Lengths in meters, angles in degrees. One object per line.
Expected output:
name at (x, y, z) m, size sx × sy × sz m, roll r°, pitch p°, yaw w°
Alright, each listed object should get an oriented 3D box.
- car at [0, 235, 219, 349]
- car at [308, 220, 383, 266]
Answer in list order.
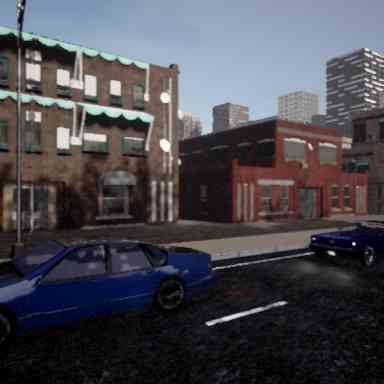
car at (-1.987, 1.568, 6.264) m, size 5.357 × 1.411 × 2.033 m, roll 1°, pitch 0°, yaw -36°
car at (6.402, 1.732, 12.237) m, size 4.718 × 1.301 × 1.895 m, roll 1°, pitch 0°, yaw -35°
